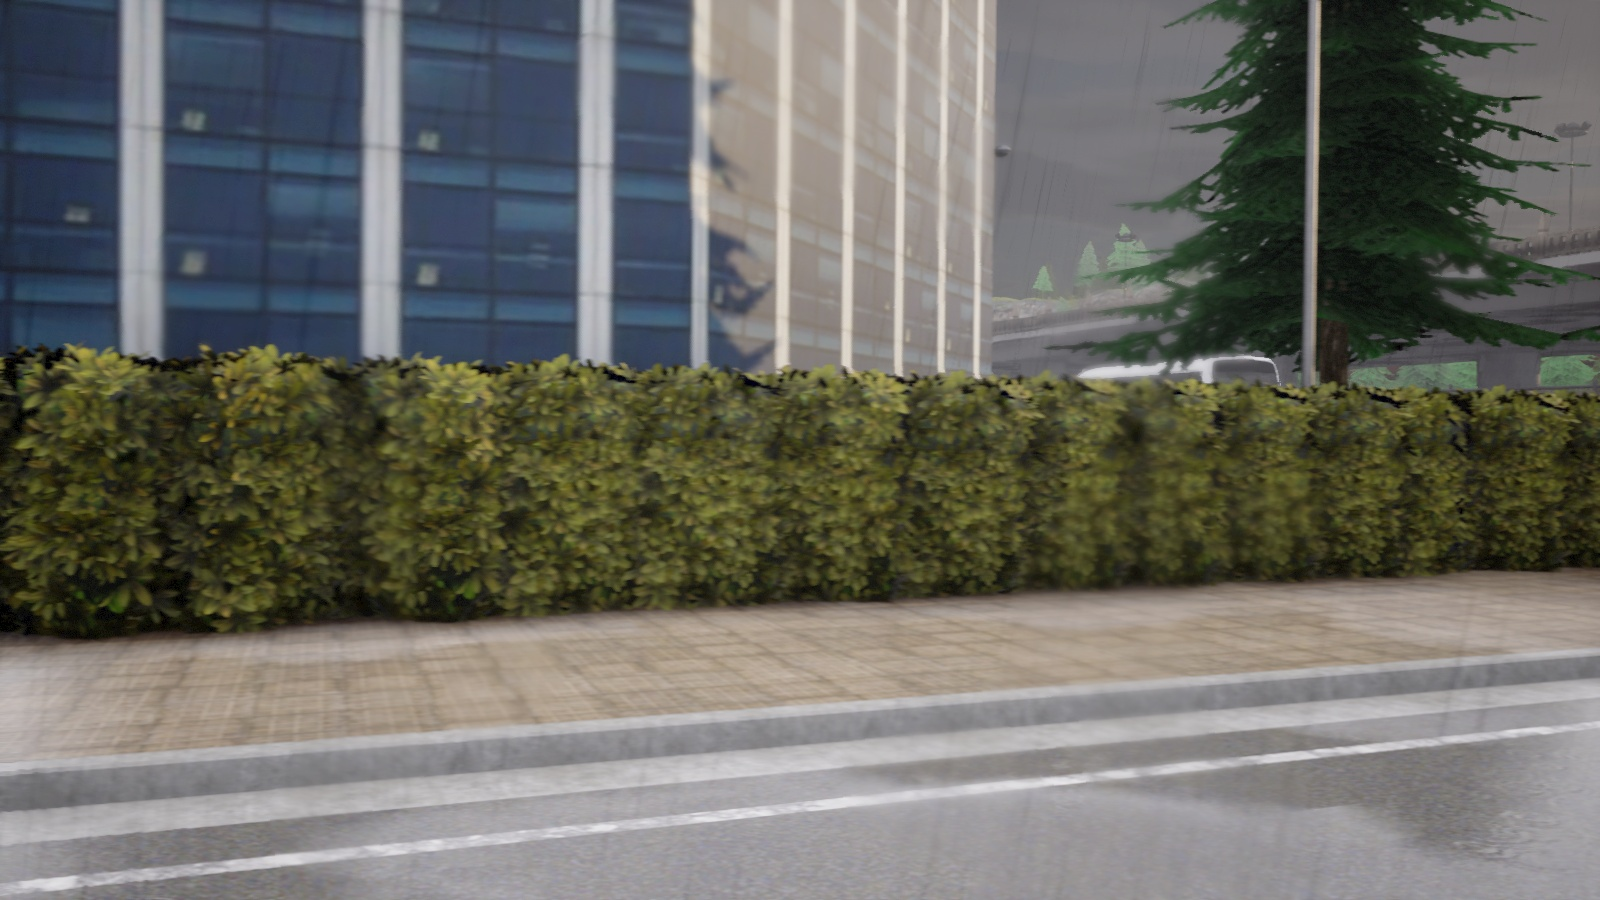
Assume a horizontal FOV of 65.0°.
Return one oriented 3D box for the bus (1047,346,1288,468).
[{"bbox_3d":[14.009,-1.587,49.232,3.944,4.253,10.273,-1,1,-18],"label":"bus"}]
